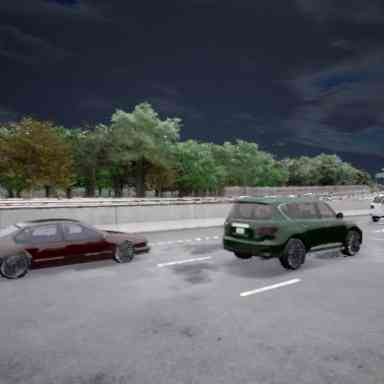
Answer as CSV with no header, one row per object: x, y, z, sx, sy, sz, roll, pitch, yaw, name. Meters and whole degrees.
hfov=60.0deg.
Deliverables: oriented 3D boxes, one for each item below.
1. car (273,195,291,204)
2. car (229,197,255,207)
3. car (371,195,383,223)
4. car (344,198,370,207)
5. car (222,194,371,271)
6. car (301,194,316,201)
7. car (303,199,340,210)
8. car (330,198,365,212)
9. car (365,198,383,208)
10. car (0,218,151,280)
17.251,1.452,63.610,1.837,1.490,4.892,1,1,36,car
7.683,1.535,50.962,1.994,1.385,4.181,1,1,39,car
15.353,1.248,24.758,5.566,2.045,2.150,1,0,-38,car
28.332,1.808,57.099,4.902,1.511,2.128,1,0,-37,car
3.497,1.201,11.145,5.566,2.045,2.150,0,0,-38,car
26.678,1.314,76.317,1.837,1.490,4.892,1,1,37,car
17.210,1.628,44.141,5.357,1.411,2.033,1,0,-38,car
19.383,1.576,41.397,5.008,1.535,1.882,1,0,-38,car
30.668,1.830,54.484,4.902,1.511,2.128,1,0,-37,car
-3.918,1.500,9.831,5.357,1.411,2.033,0,0,-38,car
